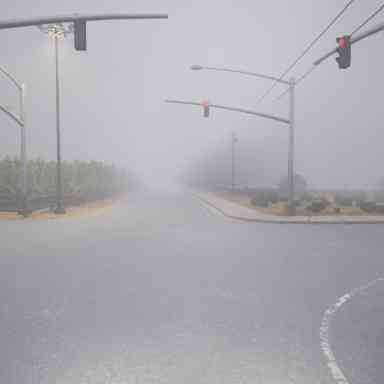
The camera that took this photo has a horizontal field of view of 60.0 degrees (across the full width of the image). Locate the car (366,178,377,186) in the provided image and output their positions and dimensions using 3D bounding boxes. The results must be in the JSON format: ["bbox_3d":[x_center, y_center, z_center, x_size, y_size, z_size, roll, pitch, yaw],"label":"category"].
[{"bbox_3d":[42.091,-2.341,77.688,1.905,1.878,3.866,10,10,41],"label":"car"}]
